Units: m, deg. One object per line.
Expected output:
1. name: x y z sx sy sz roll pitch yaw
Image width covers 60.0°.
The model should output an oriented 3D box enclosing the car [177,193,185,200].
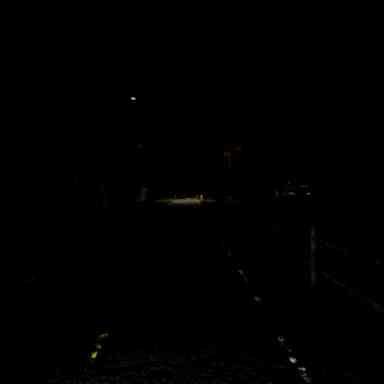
1. car: -2.762 1.060 86.015 2.097 1.767 4.553 0 0 0
